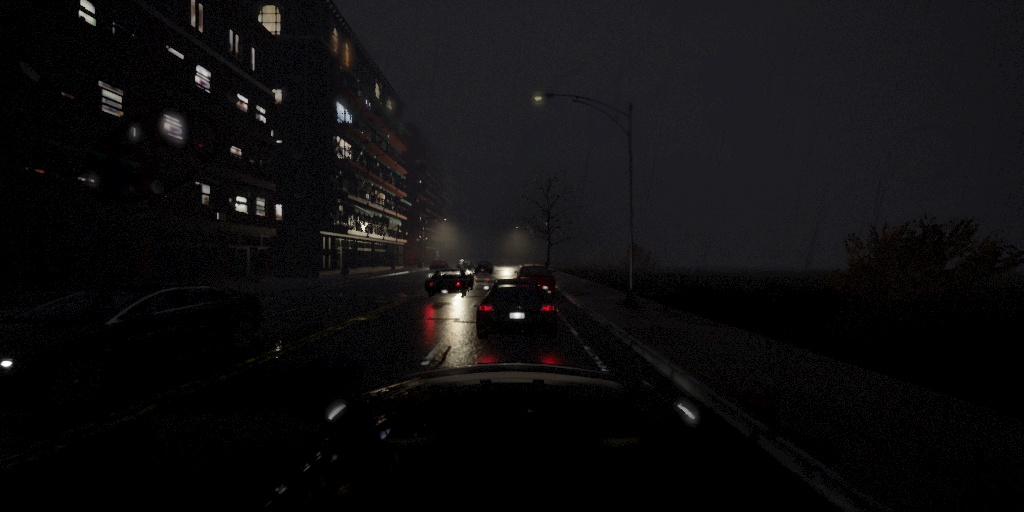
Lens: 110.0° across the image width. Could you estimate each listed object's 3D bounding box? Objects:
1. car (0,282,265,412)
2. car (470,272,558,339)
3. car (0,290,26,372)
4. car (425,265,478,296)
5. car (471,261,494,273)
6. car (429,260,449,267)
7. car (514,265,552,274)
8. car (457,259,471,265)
[{"bbox_3d":[-6.595,1.242,6.186,2.128,1.511,4.902,0,0,0],"label":"car"},{"bbox_3d":[0.111,1.315,10.093,1.994,1.385,4.181,0,0,0],"label":"car"},{"bbox_3d":[-9.847,1.314,4.438,1.994,1.385,4.181,0,0,0],"label":"car"},{"bbox_3d":[-3.133,1.352,18.970,1.895,1.301,4.718,0,0,0],"label":"car"},{"bbox_3d":[-3.110,1.275,40.055,1.812,1.442,4.674,0,0,0],"label":"car"},{"bbox_3d":[-9.800,1.226,48.466,1.882,1.535,5.008,0,0,0],"label":"car"},{"bbox_3d":[1.155,1.229,19.013,1.882,1.535,5.008,0,0,0],"label":"car"},{"bbox_3d":[-6.548,1.240,49.837,2.128,1.511,4.902,0,0,0],"label":"car"}]
